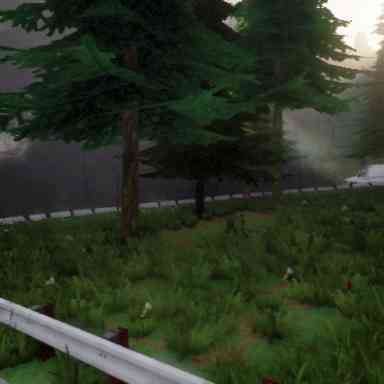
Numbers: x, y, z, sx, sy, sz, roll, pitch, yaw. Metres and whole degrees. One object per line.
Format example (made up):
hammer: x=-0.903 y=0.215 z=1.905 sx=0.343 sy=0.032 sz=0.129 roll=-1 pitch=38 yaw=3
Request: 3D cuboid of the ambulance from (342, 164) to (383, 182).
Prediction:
ambulance: x=18.903 y=-1.551 z=34.230 sx=6.366 sy=2.431 sz=2.351 roll=-4 pitch=-1 yaw=12
